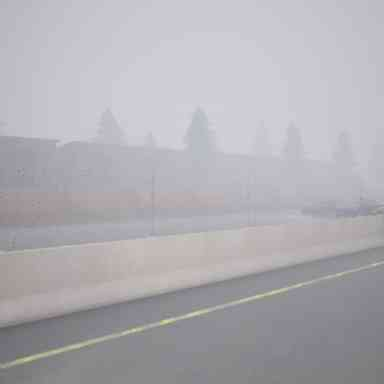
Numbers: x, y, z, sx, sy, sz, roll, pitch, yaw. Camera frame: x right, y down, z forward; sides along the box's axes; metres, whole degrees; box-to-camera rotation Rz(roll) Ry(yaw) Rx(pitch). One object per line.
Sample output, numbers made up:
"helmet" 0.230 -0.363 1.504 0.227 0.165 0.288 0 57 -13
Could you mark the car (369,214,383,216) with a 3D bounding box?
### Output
"car" 14.461 1.271 22.891 5.008 1.535 1.882 -1 0 -35
